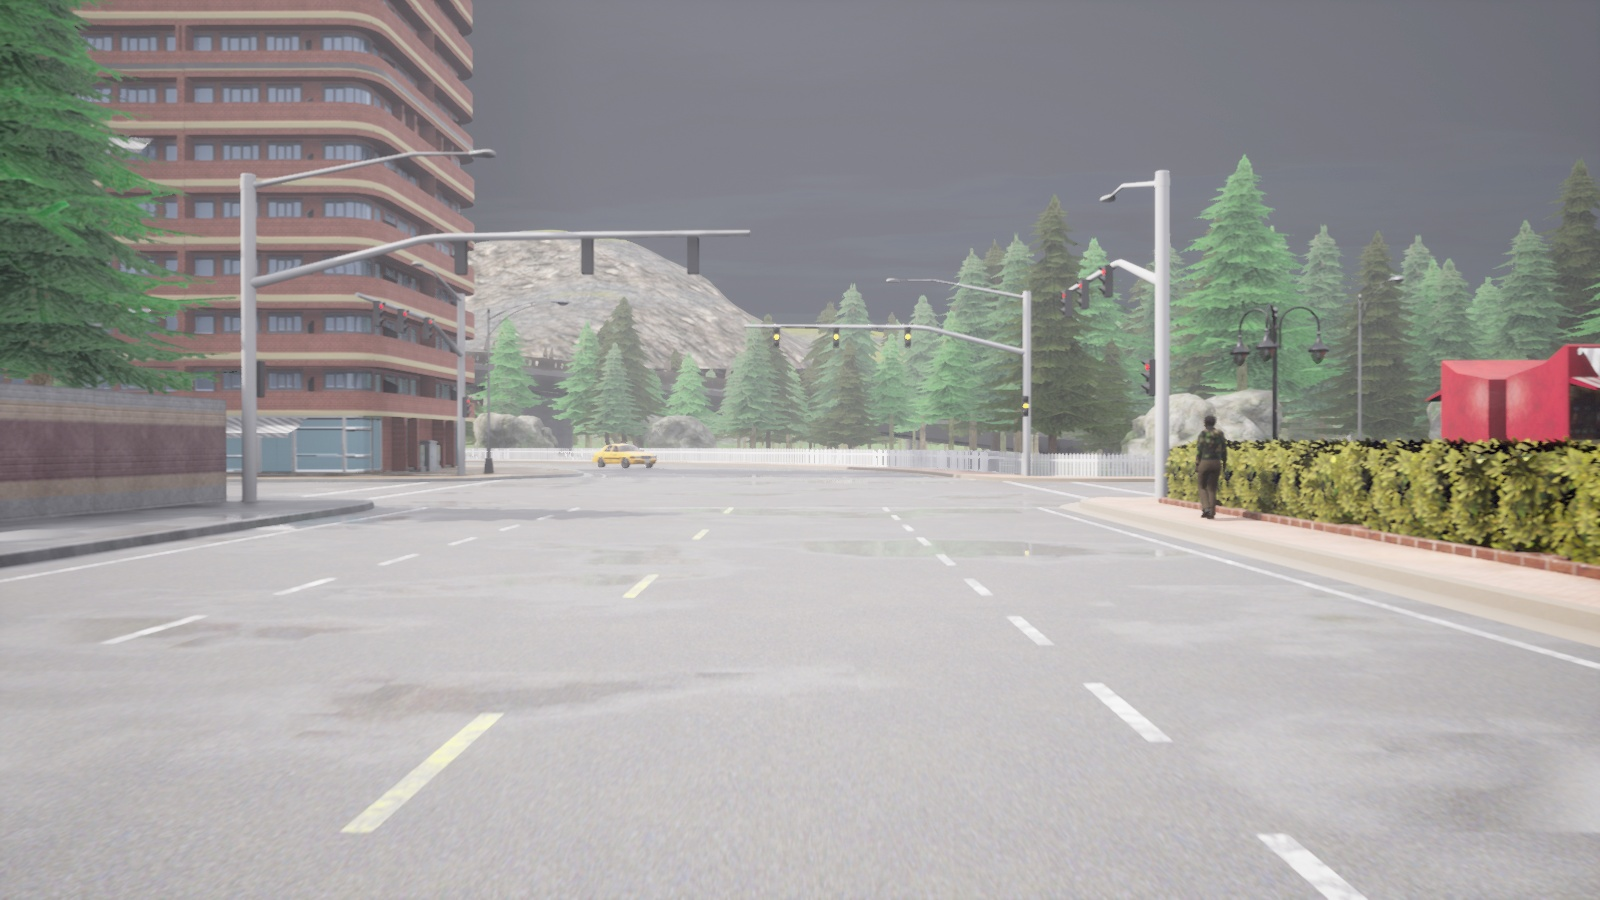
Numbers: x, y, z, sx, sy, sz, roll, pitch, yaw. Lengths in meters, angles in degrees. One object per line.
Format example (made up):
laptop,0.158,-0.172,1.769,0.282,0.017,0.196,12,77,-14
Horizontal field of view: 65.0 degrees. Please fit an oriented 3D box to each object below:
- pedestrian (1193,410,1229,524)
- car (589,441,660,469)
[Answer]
pedestrian,7.054,0.285,21.560,0.395,1.930,0.692,0,0,2
car,-10.412,0.259,74.099,1.801,1.575,5.366,0,0,-37
